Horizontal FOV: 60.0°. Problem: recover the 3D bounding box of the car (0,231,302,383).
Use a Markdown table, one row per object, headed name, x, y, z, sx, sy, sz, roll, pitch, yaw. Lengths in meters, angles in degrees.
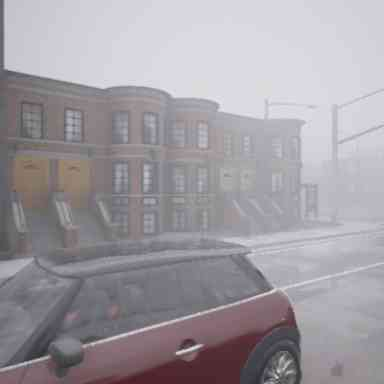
| name | x | y | z | sx | sy | sz | roll | pitch | yaw |
| --- | --- | --- | --- | --- | --- | --- | --- | --- | --- |
| car | -1.032 | 1.354 | 3.231 | 4.553 | 1.767 | 2.097 | 0 | 0 | -35 |
